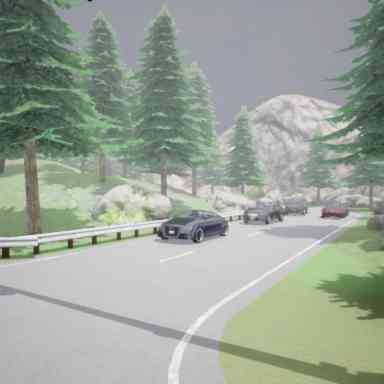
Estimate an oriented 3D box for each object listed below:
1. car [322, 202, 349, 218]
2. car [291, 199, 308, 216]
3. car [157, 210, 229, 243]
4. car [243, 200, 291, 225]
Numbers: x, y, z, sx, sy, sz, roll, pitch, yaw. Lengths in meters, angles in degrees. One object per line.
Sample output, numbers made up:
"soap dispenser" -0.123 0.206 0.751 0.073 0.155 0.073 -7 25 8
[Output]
"car" 13.208 1.647 30.592 1.994 1.385 4.181 0 -1 29
"car" 10.550 1.522 33.495 1.837 1.490 4.892 0 0 25
"car" 0.153 1.572 16.222 1.994 1.385 4.181 0 0 32
"car" 5.391 1.504 24.675 2.128 1.511 4.902 0 0 32
